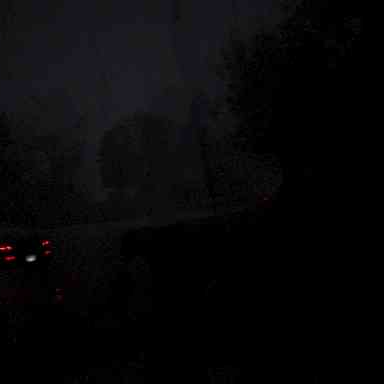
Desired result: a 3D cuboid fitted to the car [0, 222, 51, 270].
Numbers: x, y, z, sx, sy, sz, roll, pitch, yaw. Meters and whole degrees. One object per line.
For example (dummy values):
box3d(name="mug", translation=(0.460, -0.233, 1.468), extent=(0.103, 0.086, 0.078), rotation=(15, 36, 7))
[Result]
box3d(name="car", translation=(-6.261, 1.666, 10.390), extent=(4.674, 1.442, 1.812), rotation=(-1, -1, 35))

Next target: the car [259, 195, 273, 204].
box3d(name="car", translation=(13.092, 1.316, 58.101), extent=(2.128, 1.511, 4.902), rotation=(-3, 0, 25))
